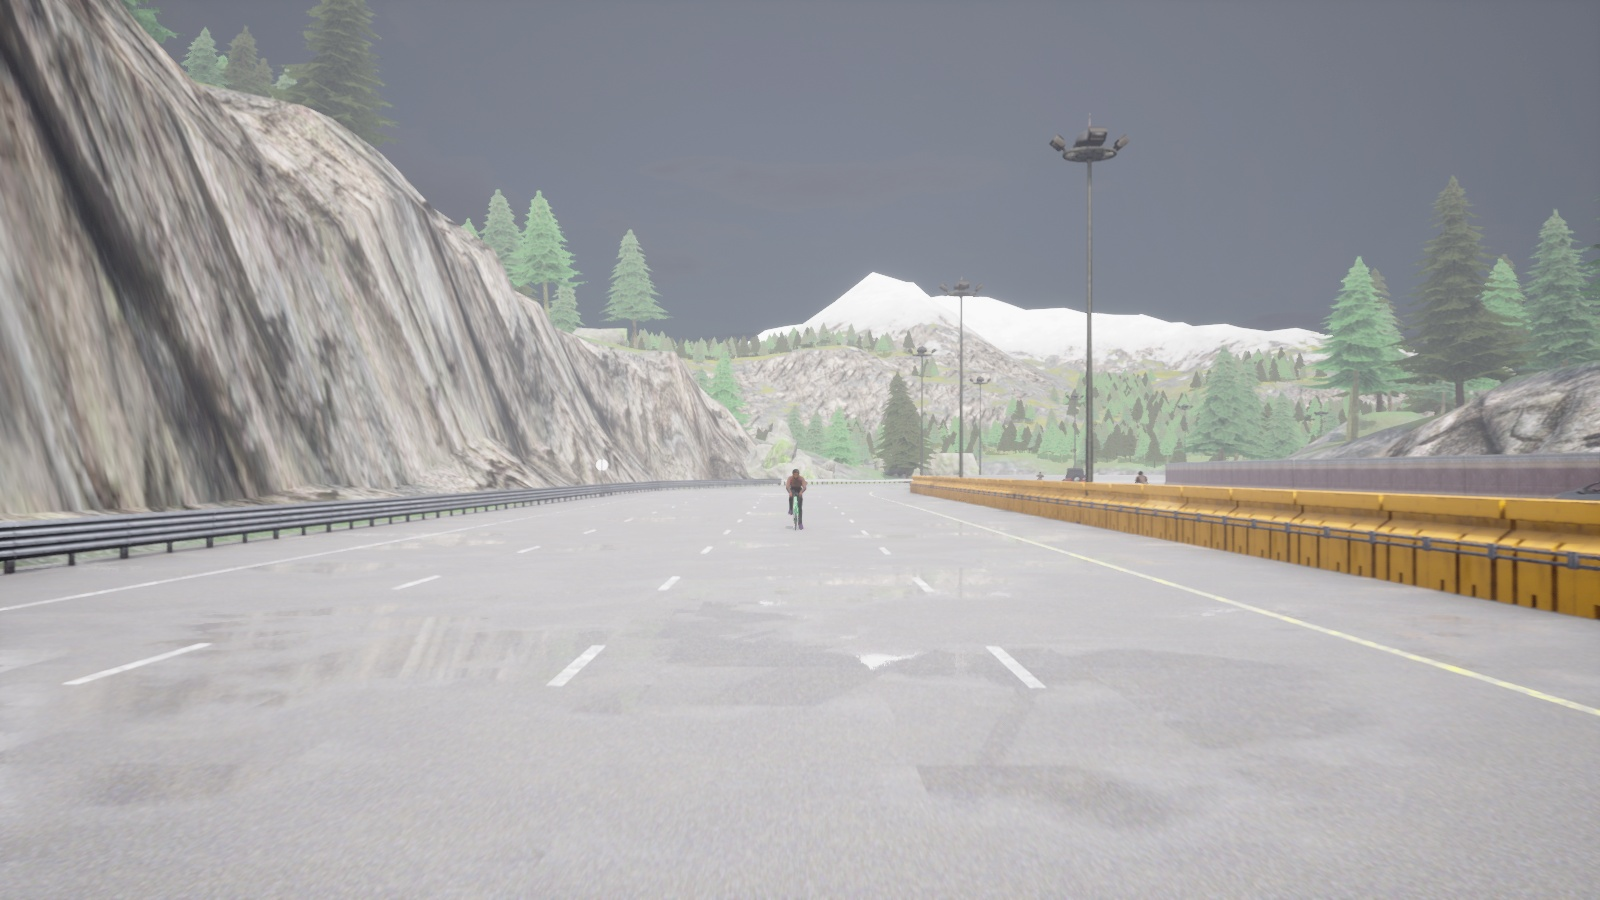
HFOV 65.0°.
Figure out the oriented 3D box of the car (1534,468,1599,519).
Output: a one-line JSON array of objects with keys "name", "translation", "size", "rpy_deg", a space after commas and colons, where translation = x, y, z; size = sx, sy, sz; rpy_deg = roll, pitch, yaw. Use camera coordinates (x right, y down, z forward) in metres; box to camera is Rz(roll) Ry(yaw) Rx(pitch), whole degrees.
[{"name": "car", "translation": [24.744, 1.289, 37.465], "size": [2.007, 1.525, 4.514], "rpy_deg": [0, -1, -29]}]
